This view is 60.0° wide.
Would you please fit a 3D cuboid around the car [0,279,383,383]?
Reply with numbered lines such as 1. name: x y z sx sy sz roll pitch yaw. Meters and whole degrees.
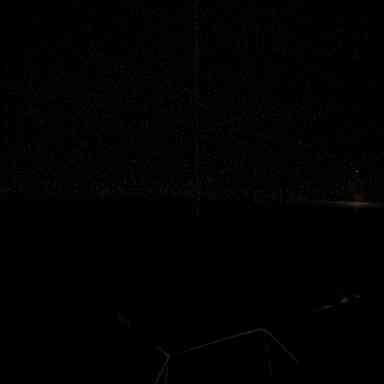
1. car: -0.434 1.602 2.752 4.718 1.301 1.895 0 0 -35
